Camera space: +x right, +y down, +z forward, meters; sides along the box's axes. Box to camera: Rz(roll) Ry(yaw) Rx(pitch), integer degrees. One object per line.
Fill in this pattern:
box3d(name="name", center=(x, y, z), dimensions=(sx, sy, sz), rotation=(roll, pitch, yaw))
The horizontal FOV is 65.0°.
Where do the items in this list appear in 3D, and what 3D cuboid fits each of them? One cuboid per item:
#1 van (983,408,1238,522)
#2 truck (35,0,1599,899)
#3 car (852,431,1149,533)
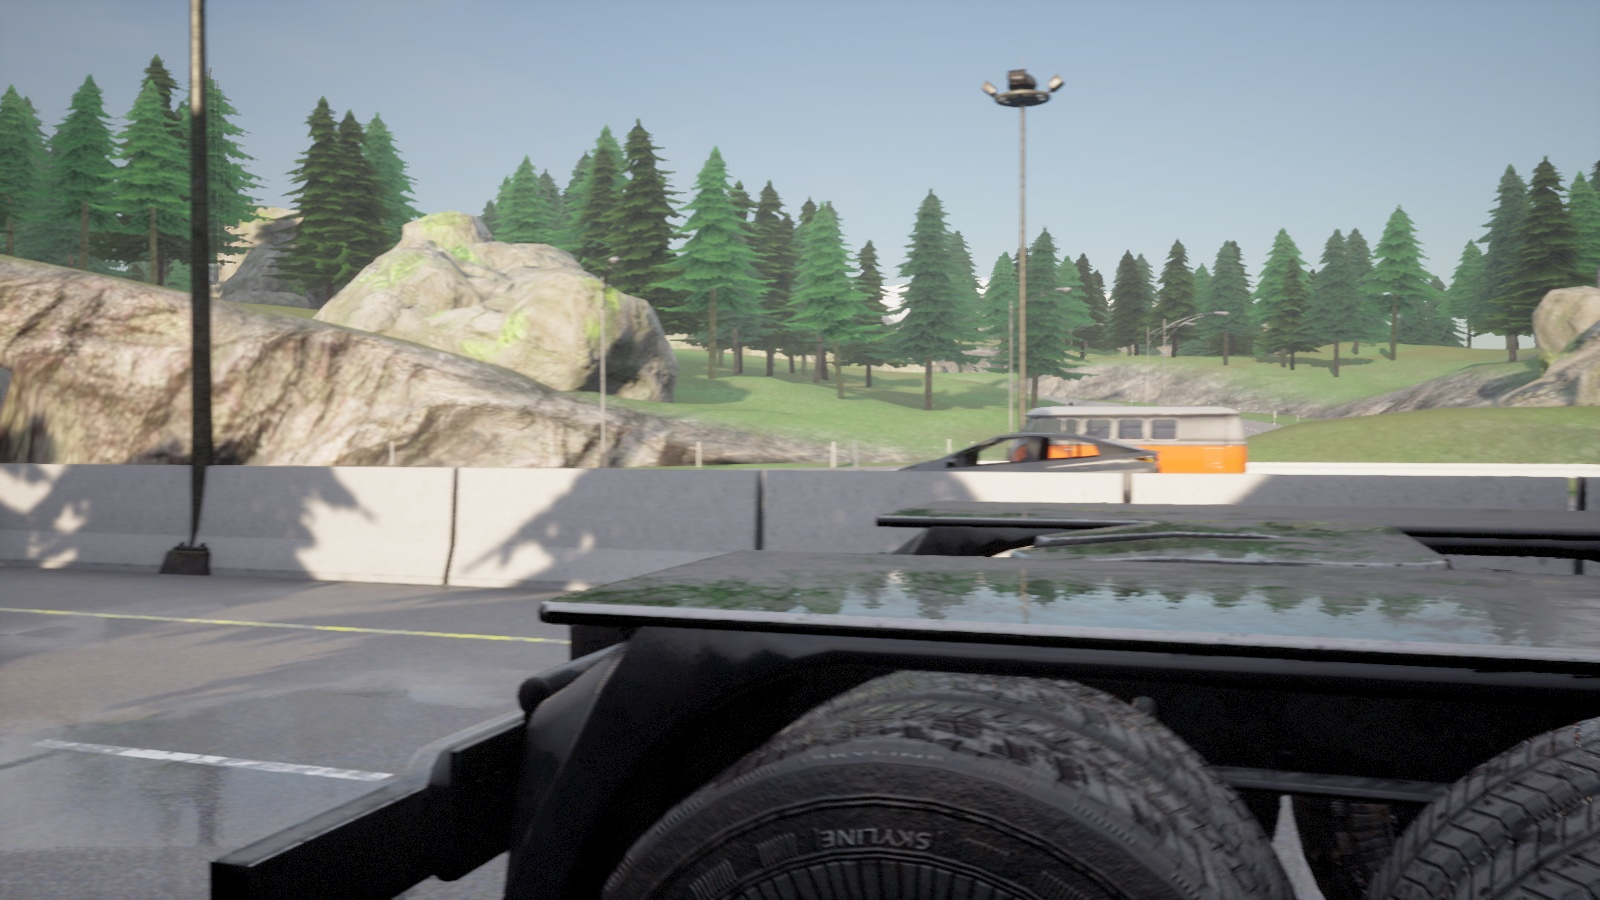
box3d(name="van", center=(5.787, 0.226, 23.398), dimensions=(4.442, 1.987, 1.775), rotation=(1, 1, 19))
box3d(name="truck", center=(2.958, -0.178, 2.185), dimensions=(7.936, 3.462, 2.891), rotation=(1, 1, 19))
box3d(name="car", center=(3.309, 0.455, 20.542), dimensions=(4.514, 1.525, 2.007), rotation=(1, 1, 19))
